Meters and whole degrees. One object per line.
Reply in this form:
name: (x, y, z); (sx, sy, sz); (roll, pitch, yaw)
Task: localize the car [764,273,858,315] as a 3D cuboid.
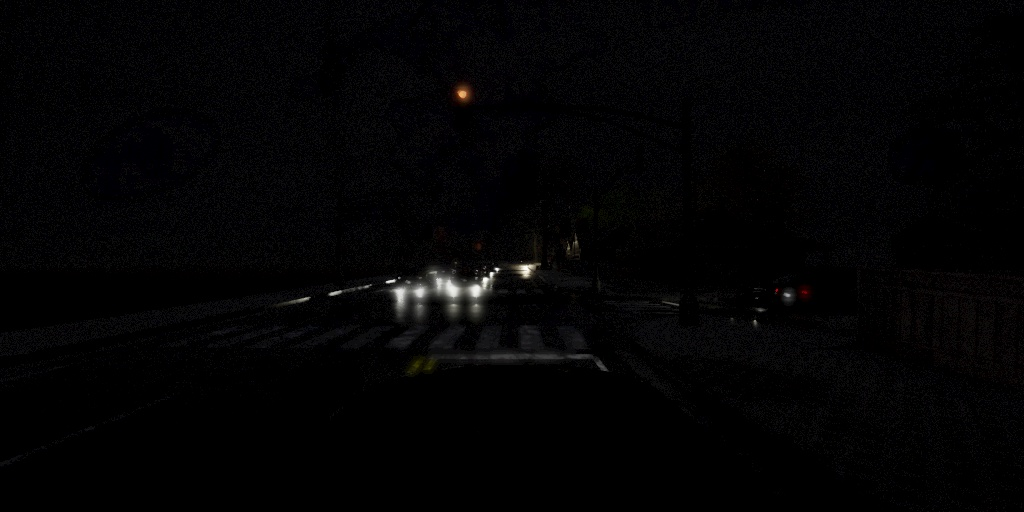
car: (12.480, 1.498, 13.681); (4.181, 1.385, 1.994); (1, -2, -2)

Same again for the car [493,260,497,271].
car: (-3.331, 1.283, 46.366); (1.812, 1.442, 4.674); (0, 0, 0)

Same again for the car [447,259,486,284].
car: (-3.304, 1.109, 26.859); (2.097, 1.767, 4.553); (0, 0, -1)

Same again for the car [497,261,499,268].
car: (-3.241, 1.384, 62.579); (1.895, 1.301, 4.718); (0, 0, 0)

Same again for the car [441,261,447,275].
car: (-6.593, 1.249, 36.828); (2.128, 1.511, 4.902); (0, 0, 0)

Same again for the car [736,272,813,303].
car: (13.066, 1.508, 16.556); (5.008, 1.535, 1.882); (1, -2, -2)

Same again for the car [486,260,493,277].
car: (-3.342, 1.108, 35.688); (2.097, 1.767, 4.553); (0, 0, 0)

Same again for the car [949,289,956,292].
car: (23.676, 1.751, 16.950); (5.357, 1.411, 2.033); (1, -2, -3)

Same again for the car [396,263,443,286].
car: (-6.584, 1.305, 25.417); (2.033, 1.411, 5.357); (0, 0, -1)
